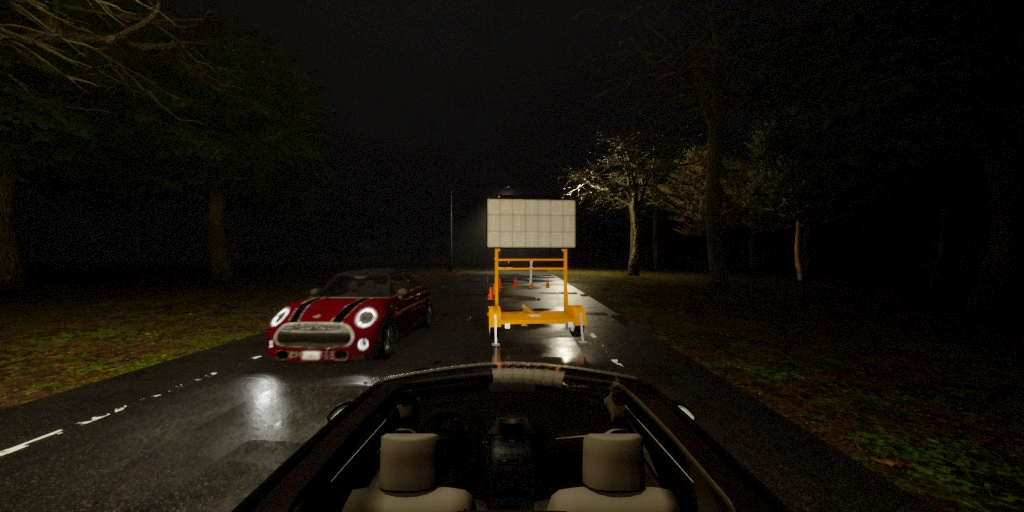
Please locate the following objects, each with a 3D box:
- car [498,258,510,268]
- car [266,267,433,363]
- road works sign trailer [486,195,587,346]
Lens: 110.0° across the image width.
[{"bbox_3d":[-1.419,1.172,64.699,2.097,1.767,4.553,0,0,2],"label":"car"},{"bbox_3d":[-3.345,1.100,8.342,2.097,1.767,4.553,0,0,2],"label":"car"},{"bbox_3d":[0.490,0.212,9.520,2.380,3.560,2.880,0,0,-6],"label":"road works sign trailer"}]
